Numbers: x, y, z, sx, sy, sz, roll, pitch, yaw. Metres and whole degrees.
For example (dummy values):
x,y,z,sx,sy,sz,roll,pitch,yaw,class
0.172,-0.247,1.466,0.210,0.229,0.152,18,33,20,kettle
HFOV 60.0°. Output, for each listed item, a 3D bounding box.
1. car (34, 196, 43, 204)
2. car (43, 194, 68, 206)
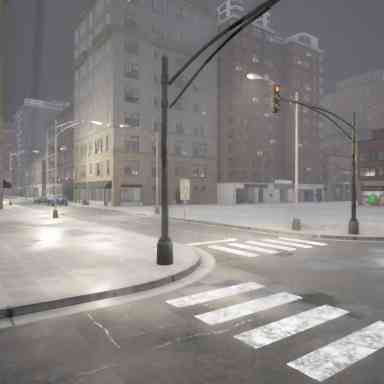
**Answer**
x,y,z,sx,sy,sz,roll,pitch,yaw,class
-25.417,1.287,56.319,1.994,1.385,4.181,0,0,-36,car
-19.624,1.119,48.205,2.097,1.767,4.553,0,0,-36,car
